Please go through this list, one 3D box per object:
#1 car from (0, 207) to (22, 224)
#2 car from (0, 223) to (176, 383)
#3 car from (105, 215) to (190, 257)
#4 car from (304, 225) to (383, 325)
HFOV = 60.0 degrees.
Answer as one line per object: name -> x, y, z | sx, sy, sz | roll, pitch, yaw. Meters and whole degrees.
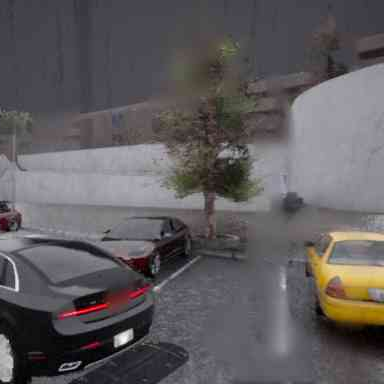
car -> -11.223, 1.485, 17.451 | 2.163, 1.488, 4.792 | 1, -1, 15
car -> -2.780, 1.490, 5.360 | 4.892, 1.490, 1.837 | 0, 0, 35
car -> -1.447, 1.510, 10.482 | 2.163, 1.488, 4.792 | 1, -1, 15
car -> 3.491, 1.489, 7.204 | 1.946, 1.575, 5.366 | 0, -1, 16
